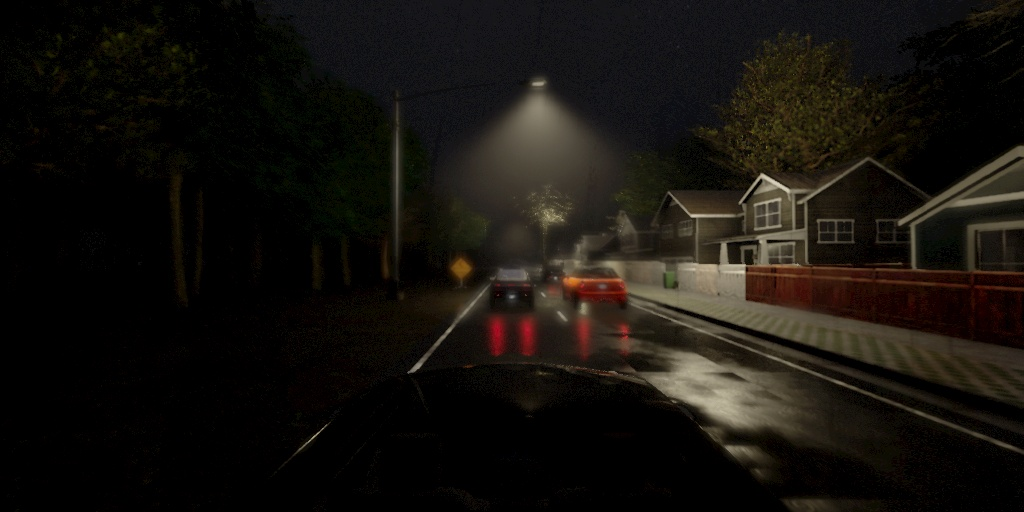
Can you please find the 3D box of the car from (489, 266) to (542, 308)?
[{"bbox_3d":[0.003,1.374,16.139,2.128,1.511,4.902,0,0,0],"label":"car"}]

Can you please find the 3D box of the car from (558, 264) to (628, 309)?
[{"bbox_3d":[3.502,1.230,15.921,2.097,1.767,4.553,0,-1,0],"label":"car"}]

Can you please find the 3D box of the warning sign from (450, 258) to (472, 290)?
[{"bbox_3d":[-3.051,1.044,21.569,1.300,1.860,1.060,0,0,0],"label":"warning sign"}]

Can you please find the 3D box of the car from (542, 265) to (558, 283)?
[{"bbox_3d":[3.502,1.519,31.141,1.837,1.490,4.892,0,0,0],"label":"car"}]
